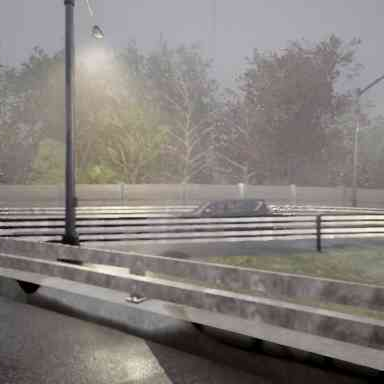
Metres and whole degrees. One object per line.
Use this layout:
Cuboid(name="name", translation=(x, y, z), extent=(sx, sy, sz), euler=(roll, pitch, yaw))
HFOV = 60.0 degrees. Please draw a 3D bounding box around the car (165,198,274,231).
Cuboid(name="car", translation=(1.384, 1.371, 17.087), extent=(5.566, 2.045, 2.150), euler=(-2, 0, -10))
